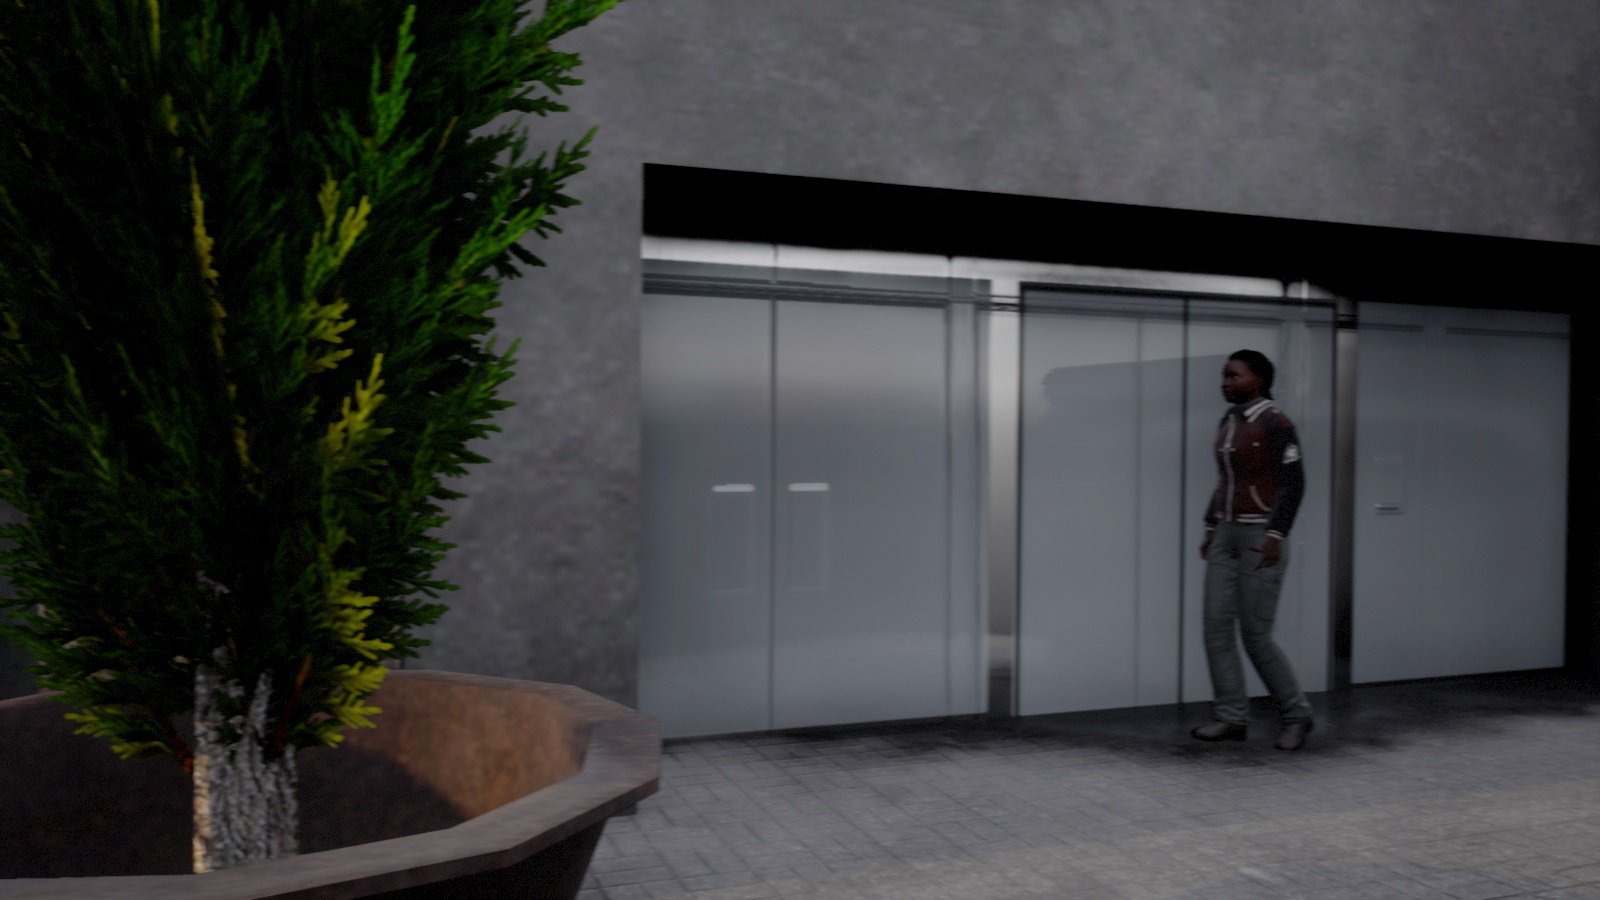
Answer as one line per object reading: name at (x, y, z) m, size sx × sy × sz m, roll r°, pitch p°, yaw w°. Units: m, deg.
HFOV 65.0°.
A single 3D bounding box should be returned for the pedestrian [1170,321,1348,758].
pedestrian at (2.132, 0.390, 5.839) m, size 0.666 × 1.930 × 0.402 m, roll -1°, pitch 1°, yaw -20°
